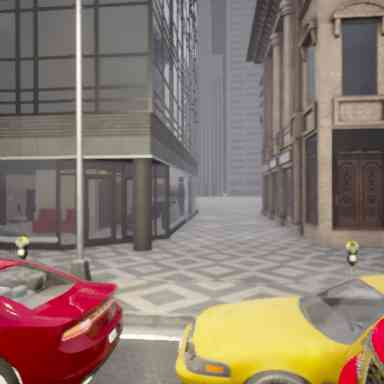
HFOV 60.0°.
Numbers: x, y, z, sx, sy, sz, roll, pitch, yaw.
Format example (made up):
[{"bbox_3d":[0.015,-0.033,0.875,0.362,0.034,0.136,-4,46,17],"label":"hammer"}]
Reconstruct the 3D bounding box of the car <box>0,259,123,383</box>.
[{"bbox_3d":[-3.152,1.529,4.086,4.507,1.381,1.887,0,0,5],"label":"car"}]

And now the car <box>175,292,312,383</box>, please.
[{"bbox_3d":[2.258,1.511,3.593,4.829,1.417,1.752,0,0,5],"label":"car"}]

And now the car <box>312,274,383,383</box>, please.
[{"bbox_3d":[3.745,1.218,1.583,5.566,2.045,2.150,0,0,5],"label":"car"}]
